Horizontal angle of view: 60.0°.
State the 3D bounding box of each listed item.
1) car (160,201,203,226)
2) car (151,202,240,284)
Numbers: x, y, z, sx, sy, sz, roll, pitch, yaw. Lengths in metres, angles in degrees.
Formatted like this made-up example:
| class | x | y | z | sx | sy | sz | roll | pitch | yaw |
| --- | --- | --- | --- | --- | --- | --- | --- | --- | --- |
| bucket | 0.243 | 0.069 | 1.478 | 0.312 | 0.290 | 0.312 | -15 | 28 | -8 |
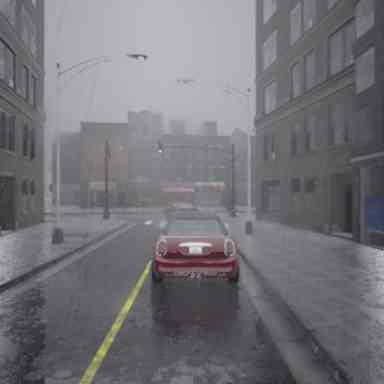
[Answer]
| class | x | y | z | sx | sy | sz | roll | pitch | yaw |
| --- | --- | --- | --- | --- | --- | --- | --- | --- | --- |
| car | -0.912 | 1.470 | 24.369 | 2.128 | 1.511 | 4.902 | 0 | 0 | -15 |
| car | 0.077 | 1.341 | 9.714 | 2.097 | 1.767 | 4.553 | 0 | 0 | 0 |
